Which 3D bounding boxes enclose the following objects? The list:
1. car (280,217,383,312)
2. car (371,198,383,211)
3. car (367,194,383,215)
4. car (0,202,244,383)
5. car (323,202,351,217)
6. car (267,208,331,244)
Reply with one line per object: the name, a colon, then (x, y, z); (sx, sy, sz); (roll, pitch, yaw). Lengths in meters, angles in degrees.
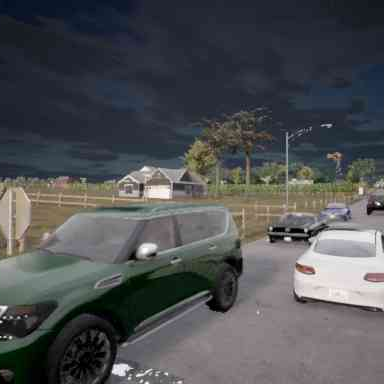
car: (3.598, 1.534, 7.522); (1.812, 1.442, 4.674); (0, 0, 30)
car: (24.384, 1.594, 42.903); (2.033, 1.411, 5.357); (0, 0, 30)
car: (19.200, 1.265, 33.991); (2.150, 2.045, 5.566); (0, 0, 32)
car: (-1.043, 1.236, 5.616); (2.150, 2.045, 5.566); (0, 0, 33)
car: (11.753, 1.572, 27.008); (1.812, 1.442, 4.674); (0, 0, 30)
car: (5.052, 1.632, 15.611); (1.895, 1.301, 4.718); (0, 0, 30)
